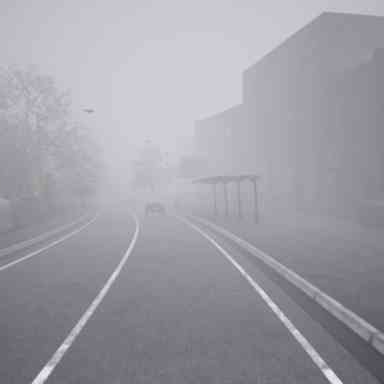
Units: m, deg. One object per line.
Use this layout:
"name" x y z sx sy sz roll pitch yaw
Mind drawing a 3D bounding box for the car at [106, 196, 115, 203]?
"car" -18.257 1.583 74.533 1.882 1.535 5.008 -2 0 -14

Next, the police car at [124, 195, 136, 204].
"police car" -11.859 1.418 63.686 2.038 1.542 4.974 -2 0 -14

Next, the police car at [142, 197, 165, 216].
"police car" -3.756 1.301 32.048 1.930 1.638 5.238 -1 0 -12
